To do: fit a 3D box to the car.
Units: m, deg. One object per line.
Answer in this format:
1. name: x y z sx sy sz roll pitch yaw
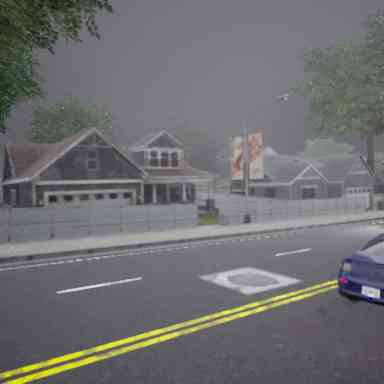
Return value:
1. car: 4.876 1.501 6.922 4.674 1.442 1.812 0 0 -36
